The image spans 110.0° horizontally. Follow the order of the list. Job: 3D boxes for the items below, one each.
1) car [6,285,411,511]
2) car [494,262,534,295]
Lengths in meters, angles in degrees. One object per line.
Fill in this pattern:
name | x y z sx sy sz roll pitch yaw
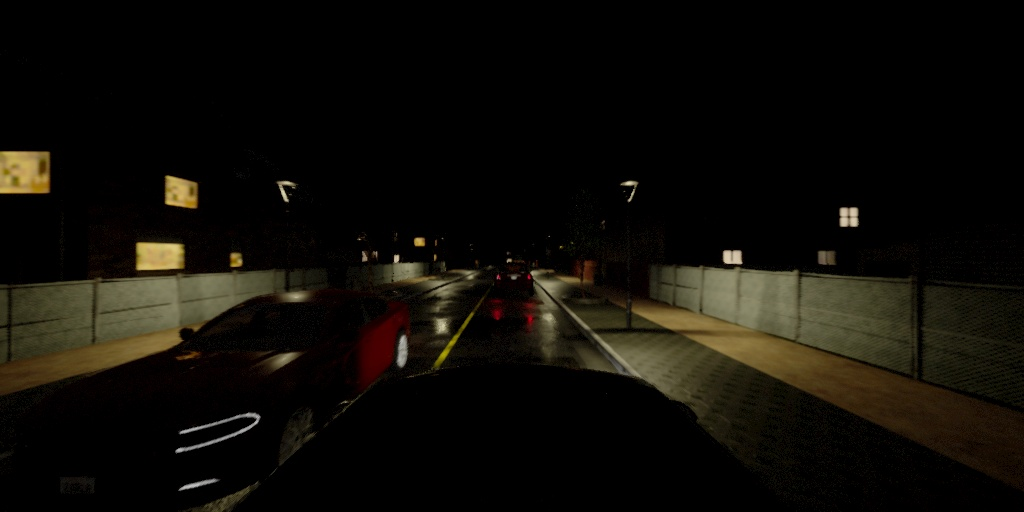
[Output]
car | -2.852 1.232 4.849 1.882 1.535 5.008 0 0 0
car | 0.092 1.140 20.401 2.097 1.767 4.553 0 0 0
